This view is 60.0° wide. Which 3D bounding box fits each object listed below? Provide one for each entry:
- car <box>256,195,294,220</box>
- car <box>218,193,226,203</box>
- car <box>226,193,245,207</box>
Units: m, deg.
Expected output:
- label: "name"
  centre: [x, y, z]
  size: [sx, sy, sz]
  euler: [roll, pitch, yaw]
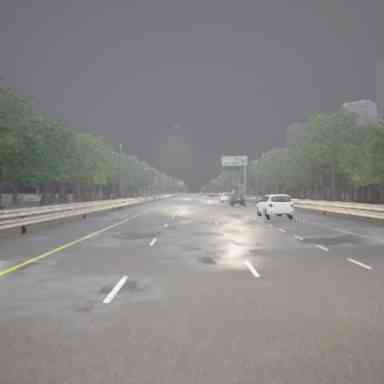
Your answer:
- label: "car"
  centre: [7.033, 1.228, 28.562]
  size: [2.150, 2.045, 5.566]
  euler: [0, 0, 0]
- label: "car"
  centre: [7.244, 1.222, 70.349]
  size: [2.150, 2.045, 5.566]
  euler: [0, 0, 0]
- label: "car"
  centre: [7.134, 1.229, 53.216]
  size: [2.150, 2.045, 5.566]
  euler: [0, 0, 0]
